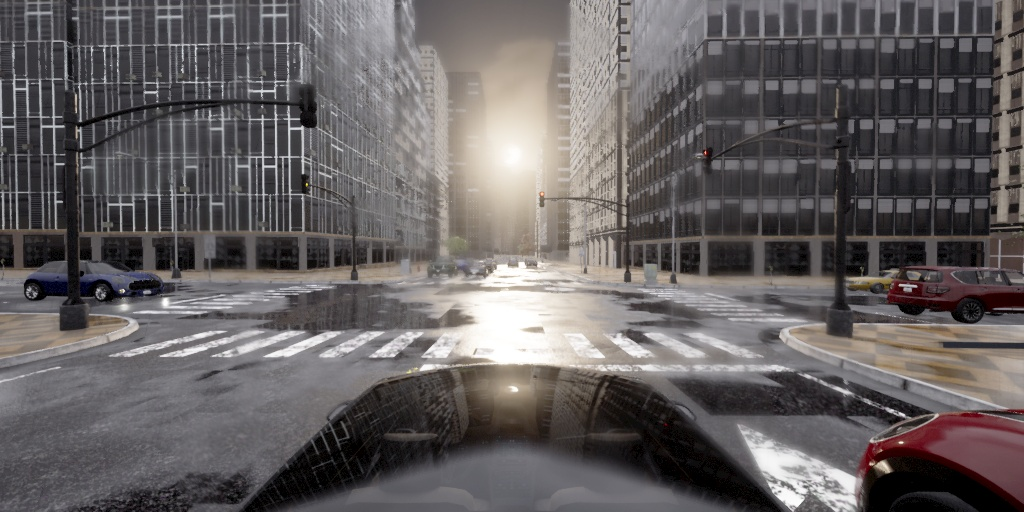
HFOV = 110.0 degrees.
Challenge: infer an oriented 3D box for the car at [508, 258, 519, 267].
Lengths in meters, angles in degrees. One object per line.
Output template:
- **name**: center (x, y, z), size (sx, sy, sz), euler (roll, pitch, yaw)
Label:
- **car**: center (0.214, 1.267, 63.346), size (1.994, 1.385, 4.181), euler (0, 0, 0)

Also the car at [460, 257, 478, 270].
- **car**: center (-6.410, 1.065, 53.802), size (2.097, 1.767, 4.553), euler (0, 0, 0)

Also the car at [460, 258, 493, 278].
- **car**: center (-3.238, 1.224, 33.926), size (2.128, 1.511, 4.902), euler (0, 0, 1)

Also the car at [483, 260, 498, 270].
- **car**: center (-3.163, 1.261, 53.911), size (2.033, 1.411, 5.357), euler (0, 0, 0)

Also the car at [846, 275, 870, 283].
- **car**: center (21.866, 1.409, 20.771), size (4.829, 1.417, 1.751), euler (0, 0, 1)

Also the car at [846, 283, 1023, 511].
- **car**: center (3.253, 1.103, 0.394), size (2.097, 1.767, 4.553), euler (0, 0, 0)

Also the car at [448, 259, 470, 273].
- **car**: center (-6.453, 1.201, 44.134), size (1.882, 1.535, 5.008), euler (0, 0, 0)

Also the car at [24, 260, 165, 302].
- **car**: center (-18.148, 0.971, 15.731), size (4.553, 1.767, 2.097), euler (1, 1, 3)

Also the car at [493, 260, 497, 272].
- **car**: center (-3.208, 1.325, 43.207), size (1.895, 1.301, 4.718), euler (0, 0, 0)

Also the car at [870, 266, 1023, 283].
- **car**: center (16.227, 1.281, 12.505), size (5.009, 1.841, 2.192), euler (0, 0, 1)

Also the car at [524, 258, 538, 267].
- **car**: center (3.464, 1.303, 63.364), size (1.895, 1.301, 4.718), euler (0, 0, 0)

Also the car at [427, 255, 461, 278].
- **car**: center (-6.479, 0.954, 34.169), size (2.150, 2.045, 5.566), euler (0, 0, 0)
